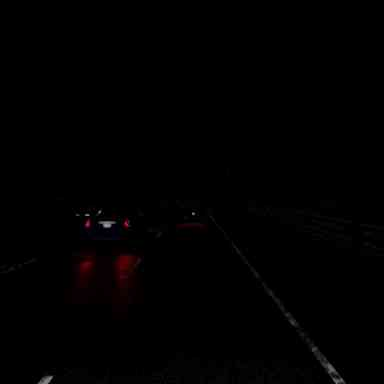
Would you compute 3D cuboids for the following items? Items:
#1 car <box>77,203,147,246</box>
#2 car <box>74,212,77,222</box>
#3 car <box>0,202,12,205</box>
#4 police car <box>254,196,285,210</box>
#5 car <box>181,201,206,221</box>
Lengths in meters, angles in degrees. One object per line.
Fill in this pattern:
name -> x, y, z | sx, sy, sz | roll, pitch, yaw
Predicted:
car -> -3.397, 1.359, 15.438 | 2.097, 1.767, 4.553 | 0, 0, 0
car -> -6.896, 1.561, 24.298 | 2.033, 1.411, 5.357 | 0, 0, 0
car -> -17.507, 1.568, 29.769 | 2.033, 1.411, 5.357 | 0, 0, 0
police car -> 9.349, 1.362, 41.002 | 1.930, 1.638, 5.238 | -1, -1, -18
car -> 0.105, 1.495, 27.758 | 1.882, 1.535, 5.008 | 0, 0, 0
